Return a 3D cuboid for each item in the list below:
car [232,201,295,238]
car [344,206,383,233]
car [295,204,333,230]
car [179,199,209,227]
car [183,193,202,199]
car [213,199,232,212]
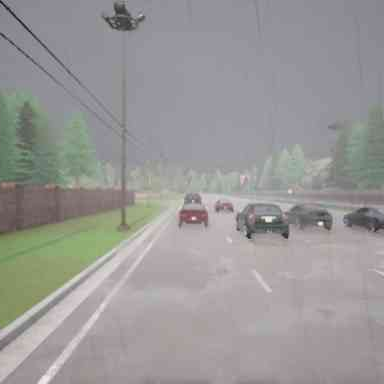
[{"bbox_3d":[3.605,1.342,17.734,2.097,1.767,4.553,0,0,0],"label":"car"},{"bbox_3d":[10.592,1.515,19.287,1.812,1.442,4.674,0,0,0],"label":"car"},{"bbox_3d":[7.107,1.493,20.800,1.837,1.490,4.892,0,0,0],"label":"car"},{"bbox_3d":[0.107,1.466,22.842,1.882,1.535,5.008,0,0,0],"label":"car"},{"bbox_3d":[0.112,1.200,41.531,2.150,2.045,5.566,0,0,0],"label":"car"},{"bbox_3d":[3.598,1.506,37.844,1.812,1.442,4.674,0,0,0],"label":"car"}]
